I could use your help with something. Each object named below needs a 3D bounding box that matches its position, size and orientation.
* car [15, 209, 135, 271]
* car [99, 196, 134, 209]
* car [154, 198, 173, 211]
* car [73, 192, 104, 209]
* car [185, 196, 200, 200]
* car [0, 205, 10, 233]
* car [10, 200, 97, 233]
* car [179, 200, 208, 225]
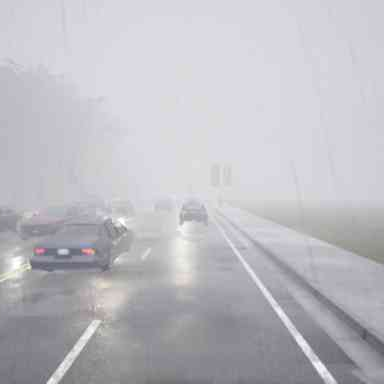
[{"bbox_3d":[-3.150,1.494,10.646,2.033,1.411,5.357,0,0,0],"label":"car"},{"bbox_3d":[-6.529,1.332,30.386,2.128,1.511,4.902,0,0,1],"label":"car"},{"bbox_3d":[-3.148,1.349,37.431,2.033,1.411,5.357,0,0,0],"label":"car"},{"bbox_3d":[-9.765,1.059,31.588,2.150,2.045,5.566,0,0,0],"label":"car"},{"bbox_3d":[0.101,1.298,42.663,1.812,1.442,4.674,0,1,0],"label":"car"},{"bbox_3d":[-9.806,1.410,15.828,2.128,1.511,4.902,0,0,0],"label":"car"},{"bbox_3d":[-6.552,1.393,16.468,1.882,1.535,5.008,0,0,1],"label":"car"},{"bbox_3d":[0.102,1.481,23.069,1.895,1.301,4.718,0,0,0],"label":"car"}]
